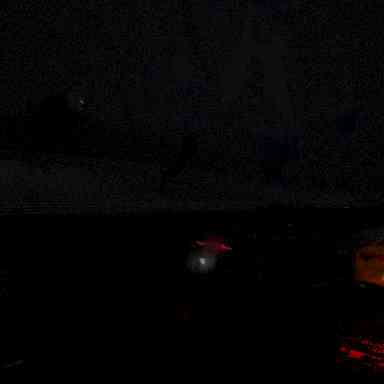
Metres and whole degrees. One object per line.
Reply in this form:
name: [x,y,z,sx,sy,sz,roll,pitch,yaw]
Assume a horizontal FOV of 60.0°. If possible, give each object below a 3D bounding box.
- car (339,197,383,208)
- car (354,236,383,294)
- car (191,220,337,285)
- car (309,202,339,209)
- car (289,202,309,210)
car: [17.913,1.589,34.185,5.566,2.045,2.150,1,0,-37]
car: [5.905,1.572,7.997,5.008,1.535,1.882,0,0,-35]
car: [2.283,1.567,9.718,4.902,1.511,2.128,1,0,-35]
car: [15.518,1.839,36.765,5.008,1.535,1.882,1,0,-37]
car: [13.472,1.924,39.605,4.181,1.385,1.994,1,0,-37]
